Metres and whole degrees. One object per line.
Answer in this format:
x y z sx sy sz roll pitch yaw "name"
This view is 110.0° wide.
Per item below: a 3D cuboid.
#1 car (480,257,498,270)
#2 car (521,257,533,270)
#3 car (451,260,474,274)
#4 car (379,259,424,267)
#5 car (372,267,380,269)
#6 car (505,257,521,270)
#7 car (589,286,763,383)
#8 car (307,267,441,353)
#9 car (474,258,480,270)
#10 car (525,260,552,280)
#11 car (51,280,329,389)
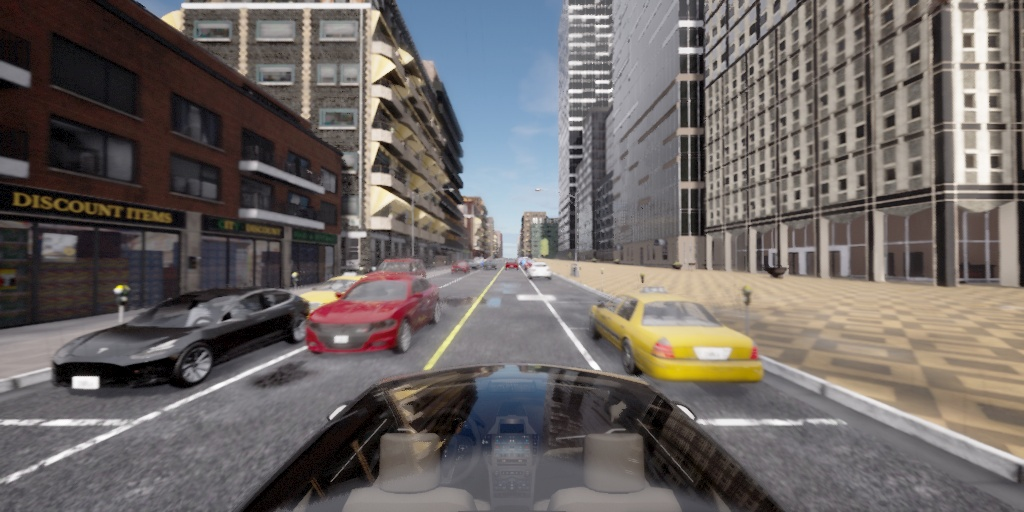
-3.096 1.264 51.282 1.837 1.490 4.892 0 0 0 "car"
2.660 1.200 51.523 1.967 1.591 4.097 0 0 0 "car"
-5.714 1.301 40.379 1.888 1.381 4.507 0 0 0 "car"
-5.700 1.066 18.102 2.192 1.841 5.009 0 0 0 "car"
-5.696 1.276 12.361 1.751 1.417 4.829 0 0 0 "car"
-0.012 1.237 51.542 1.882 1.535 5.008 0 0 0 "car"
2.688 1.276 7.137 1.751 1.417 4.829 0 0 0 "car"
-3.105 1.228 9.026 1.882 1.535 5.008 0 0 0 "car"
-5.721 1.325 51.519 1.948 1.339 4.313 0 0 0 "car"
2.333 1.280 30.928 1.812 1.442 4.674 0 0 0 "car"
-5.693 1.316 6.962 1.948 1.339 4.313 0 0 0 "car"
